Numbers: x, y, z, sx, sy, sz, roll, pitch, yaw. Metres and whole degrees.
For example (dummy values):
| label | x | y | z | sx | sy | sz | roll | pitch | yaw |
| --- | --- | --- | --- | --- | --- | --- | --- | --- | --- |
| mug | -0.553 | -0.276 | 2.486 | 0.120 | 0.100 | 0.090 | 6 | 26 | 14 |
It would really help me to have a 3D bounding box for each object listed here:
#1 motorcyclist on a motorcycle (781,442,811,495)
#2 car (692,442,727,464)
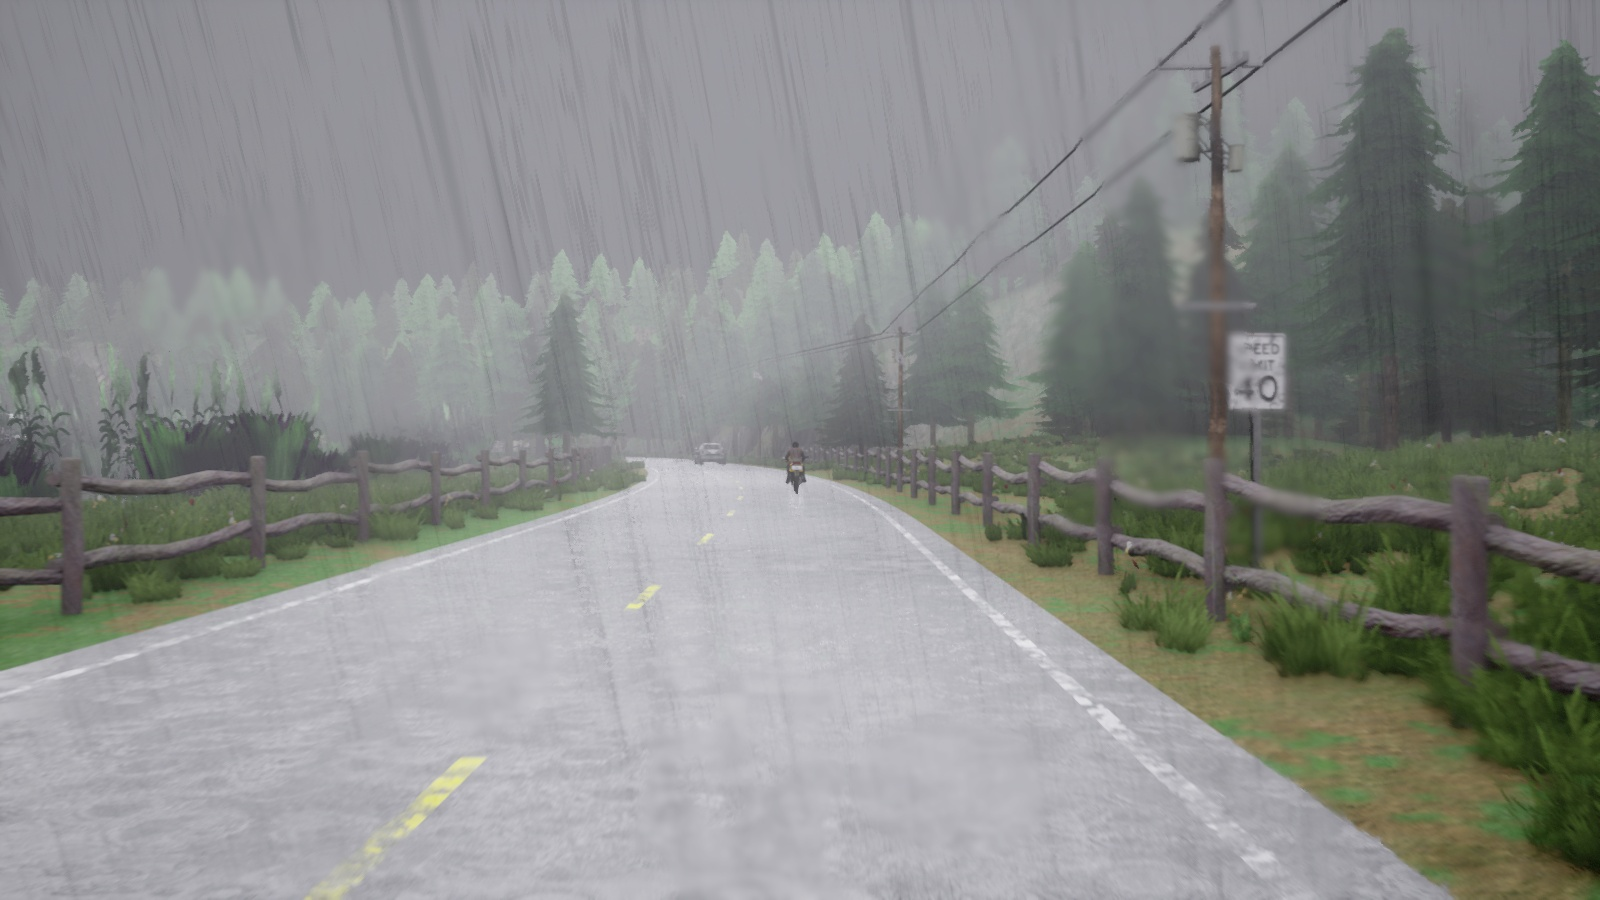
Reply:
| label | x | y | z | sx | sy | sz | roll | pitch | yaw |
| --- | --- | --- | --- | --- | --- | --- | --- | --- | --- |
| motorcyclist on a motorcycle | -0.137 | 0.519 | 36.981 | 0.797 | 1.523 | 2.044 | 0 | 0 | -2 |
| car | -6.313 | 0.213 | 87.334 | 1.970 | 1.475 | 3.806 | 0 | 0 | -11 |
